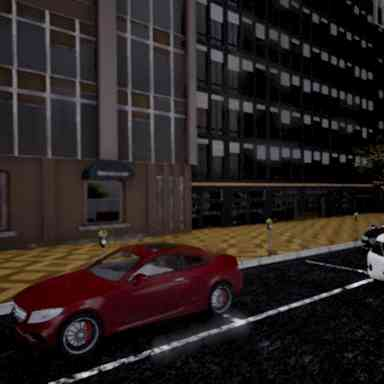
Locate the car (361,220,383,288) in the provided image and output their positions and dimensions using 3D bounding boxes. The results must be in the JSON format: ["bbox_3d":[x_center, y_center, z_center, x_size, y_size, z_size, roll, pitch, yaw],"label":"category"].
[{"bbox_3d":[6.583,1.251,8.226,5.566,2.045,2.150,0,0,-37],"label":"car"}]

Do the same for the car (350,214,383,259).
[{"bbox_3d":[8.216,1.599,12.824,4.403,1.369,2.008,0,-1,-37],"label":"car"}]

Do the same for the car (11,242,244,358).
[{"bbox_3d":[-0.871,1.615,5.995,4.206,1.307,1.802,0,-1,-37],"label":"car"}]
